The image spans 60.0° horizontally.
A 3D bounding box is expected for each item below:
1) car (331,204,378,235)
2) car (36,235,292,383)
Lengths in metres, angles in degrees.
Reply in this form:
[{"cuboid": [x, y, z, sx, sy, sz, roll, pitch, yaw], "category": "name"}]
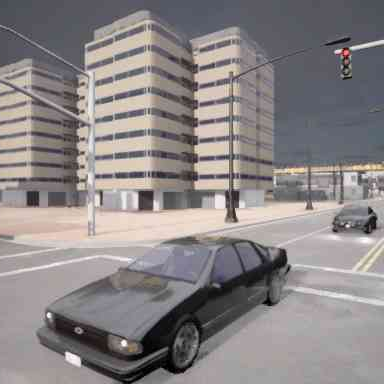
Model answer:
[{"cuboid": [9.384, 1.504, 19.034, 1.837, 1.490, 4.892, 0, 0, 35], "category": "car"}, {"cuboid": [0.158, 1.548, 6.028, 2.033, 1.411, 5.357, 0, 0, 35], "category": "car"}]
